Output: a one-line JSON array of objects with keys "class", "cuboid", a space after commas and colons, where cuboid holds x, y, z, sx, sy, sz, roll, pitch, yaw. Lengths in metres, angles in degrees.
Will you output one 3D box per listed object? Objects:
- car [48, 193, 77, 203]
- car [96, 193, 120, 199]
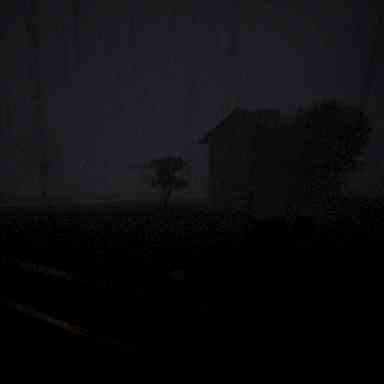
[{"class": "car", "cuboid": [-22.135, 0.898, 57.124, 2.097, 1.767, 4.553, 1, 2, 35]}, {"class": "car", "cuboid": [-17.551, 0.854, 69.630, 2.033, 1.411, 5.357, 1, 1, 35]}]
